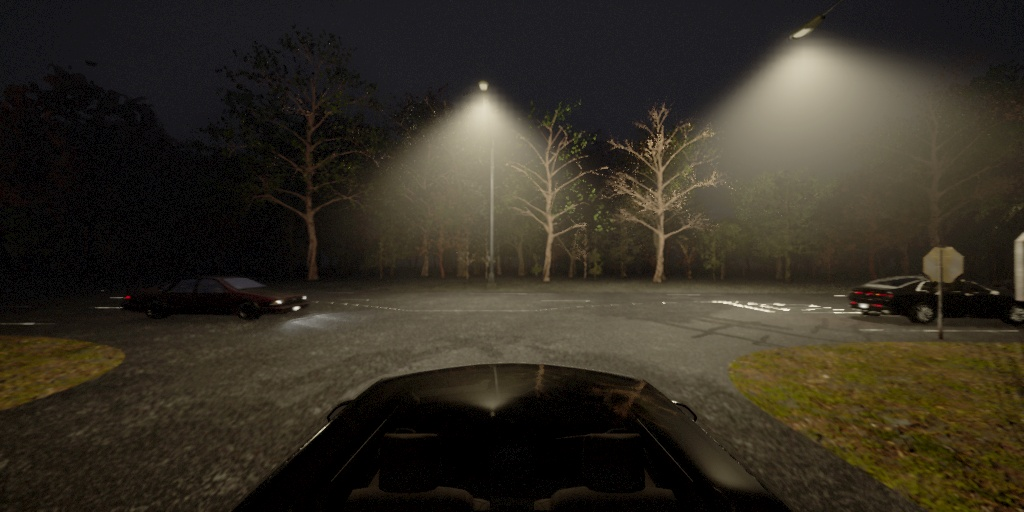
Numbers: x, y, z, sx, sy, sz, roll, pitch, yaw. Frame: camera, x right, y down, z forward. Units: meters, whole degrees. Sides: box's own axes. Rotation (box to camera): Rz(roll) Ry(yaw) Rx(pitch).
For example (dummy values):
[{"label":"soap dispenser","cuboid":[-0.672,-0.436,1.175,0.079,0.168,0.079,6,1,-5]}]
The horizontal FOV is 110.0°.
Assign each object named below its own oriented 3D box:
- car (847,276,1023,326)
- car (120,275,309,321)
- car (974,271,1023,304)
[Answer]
[{"label":"car","cuboid":[14.262,1.441,12.063,4.892,1.490,1.837,0,-1,1]},{"label":"car","cuboid":[-10.037,1.376,12.314,5.357,1.411,2.033,0,-1,1]},{"label":"car","cuboid":[28.054,1.596,18.846,5.008,1.535,1.882,-1,-1,1]}]
